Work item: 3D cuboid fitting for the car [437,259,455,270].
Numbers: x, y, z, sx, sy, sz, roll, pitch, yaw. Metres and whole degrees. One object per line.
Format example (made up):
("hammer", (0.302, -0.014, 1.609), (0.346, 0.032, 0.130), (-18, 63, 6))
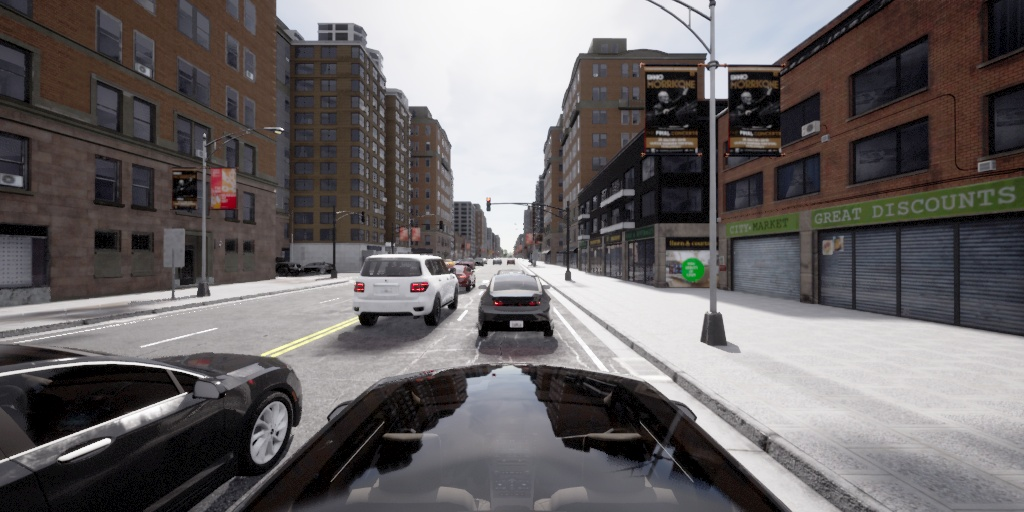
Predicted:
("car", (-9.990, 1.248, 54.824), (1.882, 1.535, 5.008), (0, 0, 0))

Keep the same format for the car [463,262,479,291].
("car", (-3.264, 1.278, 21.530), (1.812, 1.442, 4.674), (0, 0, 0))

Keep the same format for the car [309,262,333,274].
("car", (-22.257, 1.346, 40.648), (4.313, 1.339, 1.948), (0, 0, 0))

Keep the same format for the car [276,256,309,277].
("car", (-23.581, 0.973, 35.170), (5.566, 2.045, 2.150), (0, 0, 0))

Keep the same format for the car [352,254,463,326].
("car", (-3.181, 0.972, 11.830), (2.150, 2.045, 5.566), (0, 0, 1))

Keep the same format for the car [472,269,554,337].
("car", (0.079, 1.256, 10.324), (1.837, 1.490, 4.892), (0, 0, 0))

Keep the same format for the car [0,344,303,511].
("car", (-3.154, 1.255, 1.877), (1.837, 1.490, 4.892), (0, 0, 0))

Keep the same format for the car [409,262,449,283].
("car", (-6.679, 1.247, 29.441), (2.128, 1.511, 4.902), (0, 0, 0))

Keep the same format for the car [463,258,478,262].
("car", (-6.737, 1.122, 53.190), (2.097, 1.767, 4.553), (0, 0, 0))
